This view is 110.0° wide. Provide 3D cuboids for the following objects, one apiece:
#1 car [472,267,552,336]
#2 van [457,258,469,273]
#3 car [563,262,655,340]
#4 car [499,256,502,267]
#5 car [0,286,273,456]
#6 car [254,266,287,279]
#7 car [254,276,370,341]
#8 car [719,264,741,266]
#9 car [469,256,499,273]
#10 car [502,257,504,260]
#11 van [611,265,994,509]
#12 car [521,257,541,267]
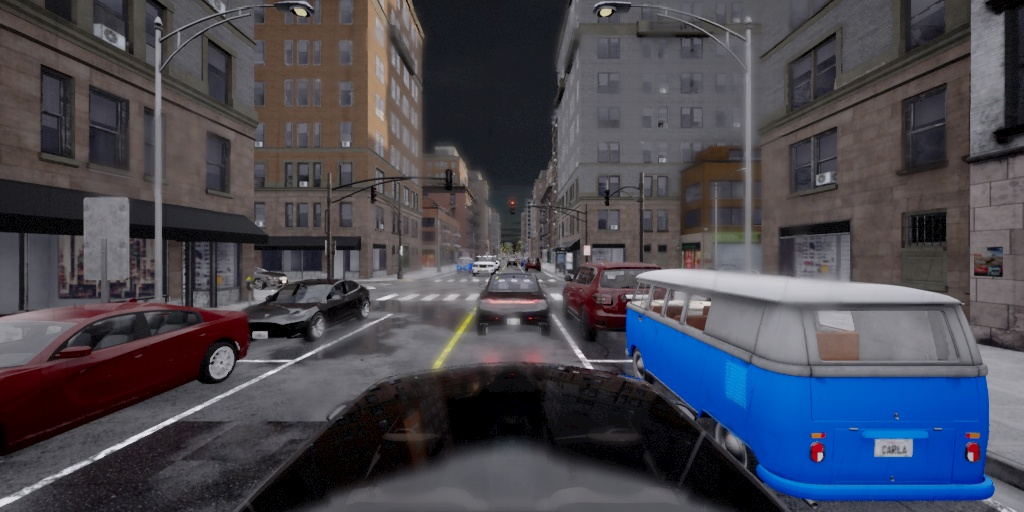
[{"bbox_3d":[0.053,1.241,10.383,2.128,1.511,4.902,0,0,0],"label":"car"},{"bbox_3d":[-5.391,1.084,41.809,1.690,1.789,3.998,0,0,0],"label":"van"},{"bbox_3d":[2.645,1.064,9.843,2.192,1.841,5.009,0,0,0],"label":"car"},{"bbox_3d":[-2.831,0.963,48.210,2.150,2.045,5.566,0,0,0],"label":"car"},{"bbox_3d":[-5.382,1.295,4.334,1.888,1.381,4.507,0,0,0],"label":"car"},{"bbox_3d":[-16.235,1.304,21.719,4.902,1.511,2.128,0,0,0],"label":"car"},{"bbox_3d":[-5.380,1.315,9.845,1.948,1.339,4.313,0,0,0],"label":"car"},{"bbox_3d":[14.666,1.241,24.711,4.181,1.385,1.994,0,0,0],"label":"car"},{"bbox_3d":[-2.837,0.966,37.510,2.150,2.045,5.566,0,0,0],"label":"car"},{"bbox_3d":[-2.808,1.230,60.032,2.128,1.511,4.902,0,0,0],"label":"car"},{"bbox_3d":[2.643,1.091,4.331,1.690,1.789,3.998,0,0,0],"label":"van"},{"bbox_3d":[2.724,1.057,47.214,2.192,1.841,5.009,0,0,0],"label":"car"}]
